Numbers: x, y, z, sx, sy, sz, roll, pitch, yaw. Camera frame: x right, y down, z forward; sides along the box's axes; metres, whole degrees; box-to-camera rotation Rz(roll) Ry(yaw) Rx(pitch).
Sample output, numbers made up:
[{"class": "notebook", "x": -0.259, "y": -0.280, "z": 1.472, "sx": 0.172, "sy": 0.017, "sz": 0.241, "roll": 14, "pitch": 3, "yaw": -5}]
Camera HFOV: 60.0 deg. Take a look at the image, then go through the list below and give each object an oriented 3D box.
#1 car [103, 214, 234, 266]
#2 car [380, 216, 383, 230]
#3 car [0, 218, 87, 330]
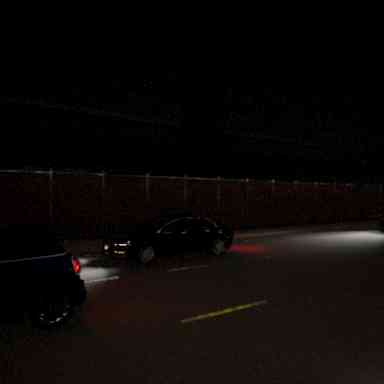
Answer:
[{"class": "car", "x": -0.697, "y": 1.566, "z": 11.915, "sx": 4.892, "sy": 1.490, "sz": 1.837, "roll": 1, "pitch": -1, "yaw": -34}, {"class": "car", "x": 14.386, "y": 1.756, "z": 21.983, "sx": 4.902, "sy": 1.511, "sz": 2.128, "roll": 1, "pitch": 0, "yaw": -34}, {"class": "car", "x": -4.168, "y": 1.341, "z": 5.343, "sx": 4.553, "sy": 1.767, "sz": 2.097, "roll": 1, "pitch": 0, "yaw": -35}]
